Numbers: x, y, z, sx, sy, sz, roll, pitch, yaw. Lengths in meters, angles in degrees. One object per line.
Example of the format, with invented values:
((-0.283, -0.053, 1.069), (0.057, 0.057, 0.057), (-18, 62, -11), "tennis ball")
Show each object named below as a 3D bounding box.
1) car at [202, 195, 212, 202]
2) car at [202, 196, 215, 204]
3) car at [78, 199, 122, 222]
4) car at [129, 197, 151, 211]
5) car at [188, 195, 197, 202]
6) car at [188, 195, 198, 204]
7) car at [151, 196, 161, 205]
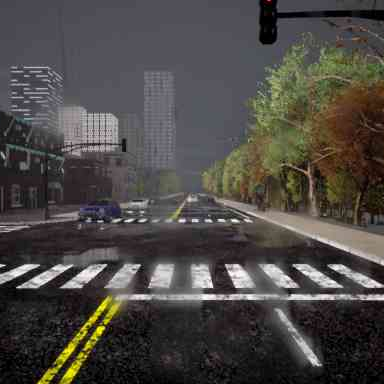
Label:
((3.317, 1.510, 74.412), (2.033, 1.411, 5.357), (0, 0, 0), "car")
((3.401, 1.523, 63.759), (2.033, 1.411, 5.357), (0, 0, 0), "car")
((-7.127, 1.344, 26.152), (2.097, 1.767, 4.553), (0, 0, 7), "car")
((-6.565, 1.512, 41.028), (1.812, 1.442, 4.674), (0, 0, 0), "car")
((0.075, 1.447, 74.833), (1.882, 1.535, 5.008), (0, 0, 0), "car")
((0.143, 1.501, 64.639), (1.812, 1.442, 4.674), (0, 0, 0), "car")
((-6.530, 1.472, 57.776), (2.128, 1.511, 4.902), (0, 0, 0), "car")
